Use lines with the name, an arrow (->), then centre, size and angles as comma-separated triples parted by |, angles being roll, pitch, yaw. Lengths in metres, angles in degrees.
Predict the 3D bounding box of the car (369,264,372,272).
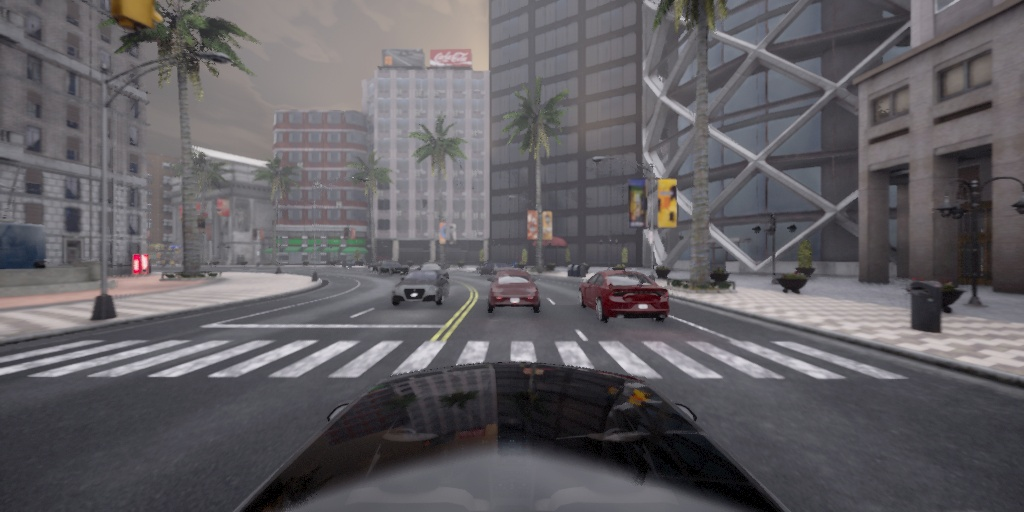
car -> -15.954, 1.230, 45.179 | 5.008, 1.535, 1.882 | 0, 0, 35

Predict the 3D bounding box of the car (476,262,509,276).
car -> -1.599, 1.299, 34.322 | 2.033, 1.411, 5.357 | 0, 0, -29

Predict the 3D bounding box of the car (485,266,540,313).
car -> -0.004, 1.276, 14.007 | 1.812, 1.442, 4.674 | 0, 0, -3

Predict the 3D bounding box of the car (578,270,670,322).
car -> 3.569, 1.228, 12.292 | 1.882, 1.535, 5.008 | 0, 0, 0

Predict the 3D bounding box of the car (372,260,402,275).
car -> -12.295, 1.353, 36.958 | 1.895, 1.301, 4.718 | 0, 0, -42

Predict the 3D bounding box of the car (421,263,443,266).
car -> -5.758, 1.229, 25.876 | 1.882, 1.535, 5.008 | 0, 0, -20

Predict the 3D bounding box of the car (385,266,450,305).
car -> -3.902, 1.315, 15.906 | 1.994, 1.385, 4.181 | 0, 0, -3
